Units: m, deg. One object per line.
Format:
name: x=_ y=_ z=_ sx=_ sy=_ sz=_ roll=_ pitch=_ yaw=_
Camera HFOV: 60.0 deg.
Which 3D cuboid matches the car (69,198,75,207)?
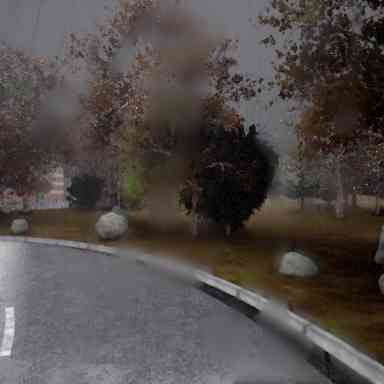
car: x=-18.995 y=1.711 z=55.757 sx=1.837 sy=1.490 sz=4.892 roll=0 pitch=0 yaw=3
